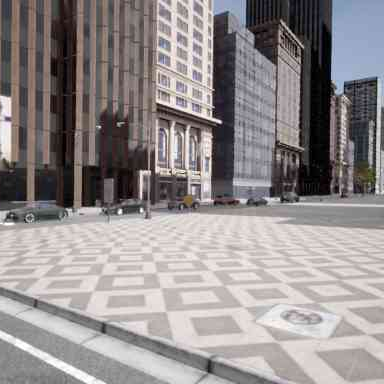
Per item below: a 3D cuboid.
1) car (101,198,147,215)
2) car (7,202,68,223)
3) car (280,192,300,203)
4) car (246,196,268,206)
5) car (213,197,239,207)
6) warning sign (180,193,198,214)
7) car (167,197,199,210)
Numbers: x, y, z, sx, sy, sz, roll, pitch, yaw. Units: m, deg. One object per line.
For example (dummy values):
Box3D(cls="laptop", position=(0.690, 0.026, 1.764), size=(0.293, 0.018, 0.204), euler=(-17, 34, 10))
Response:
Box3D(cls="car", position=(-6.449, 1.377, 31.996), size=(1.837, 1.490, 4.892), euler=(1, 1, 35))
Box3D(cls="car", position=(-11.459, 1.470, 24.919), size=(1.994, 1.385, 4.181), euler=(1, 1, 35))
Box3D(cls="car", position=(17.929, 0.991, 60.891), size=(2.150, 2.045, 5.566), euler=(1, 1, 34))
Box3D(cls="car", position=(9.671, 1.358, 49.221), size=(1.812, 1.442, 4.674), euler=(1, 1, 35))
Box3D(cls="car", position=(4.955, 1.395, 48.044), size=(1.895, 1.301, 4.718), euler=(1, 1, 36))
Box3D(cls="warning sign", position=(-0.255, 1.077, 30.676), size=(1.300, 1.860, 1.060), euler=(1, 1, 35))
Box3D(cls="car", position=(-1.002, 1.340, 39.689), size=(1.837, 1.490, 4.892), euler=(1, 1, 35))
